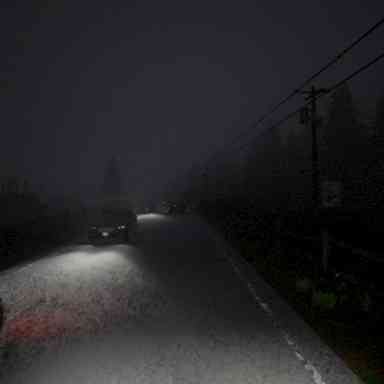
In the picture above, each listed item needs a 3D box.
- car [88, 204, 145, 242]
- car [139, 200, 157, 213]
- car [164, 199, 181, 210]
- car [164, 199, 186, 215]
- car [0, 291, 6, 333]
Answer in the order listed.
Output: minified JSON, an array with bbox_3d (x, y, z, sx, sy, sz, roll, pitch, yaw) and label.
[{"bbox_3d":[-3.877,1.586,16.987,2.128,1.511,4.902,-1,0,-2],"label":"car"},{"bbox_3d":[-5.258,1.677,39.628,2.128,1.511,4.902,-1,0,-5],"label":"car"},{"bbox_3d":[-2.872,1.733,47.216,2.033,1.411,5.357,-1,0,-7],"label":"car"},{"bbox_3d":[-1.678,1.629,36.184,2.128,1.511,4.902,-1,0,-4],"label":"car"},{"bbox_3d":[-3.415,1.569,2.741,1.812,1.442,4.674,-1,0,-1],"label":"car"}]
